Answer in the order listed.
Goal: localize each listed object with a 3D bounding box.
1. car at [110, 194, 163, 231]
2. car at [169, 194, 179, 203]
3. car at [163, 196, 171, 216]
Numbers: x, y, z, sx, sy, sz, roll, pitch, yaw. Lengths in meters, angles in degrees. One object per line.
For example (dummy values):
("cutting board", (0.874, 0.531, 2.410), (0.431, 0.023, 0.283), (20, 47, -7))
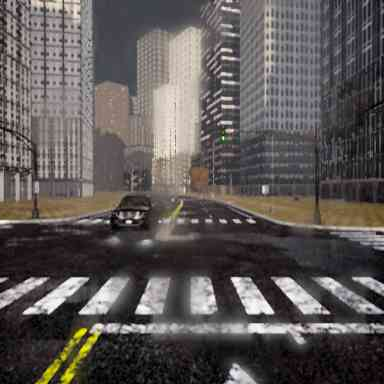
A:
("car", (-3.262, 1.178, 19.933), (2.150, 2.045, 5.566), (0, 0, 0))
("car", (-3.377, 1.148, 60.208), (2.128, 1.511, 4.902), (0, 0, -1))
("car", (-3.278, 1.368, 28.370), (2.128, 1.511, 4.902), (0, 0, 0))
